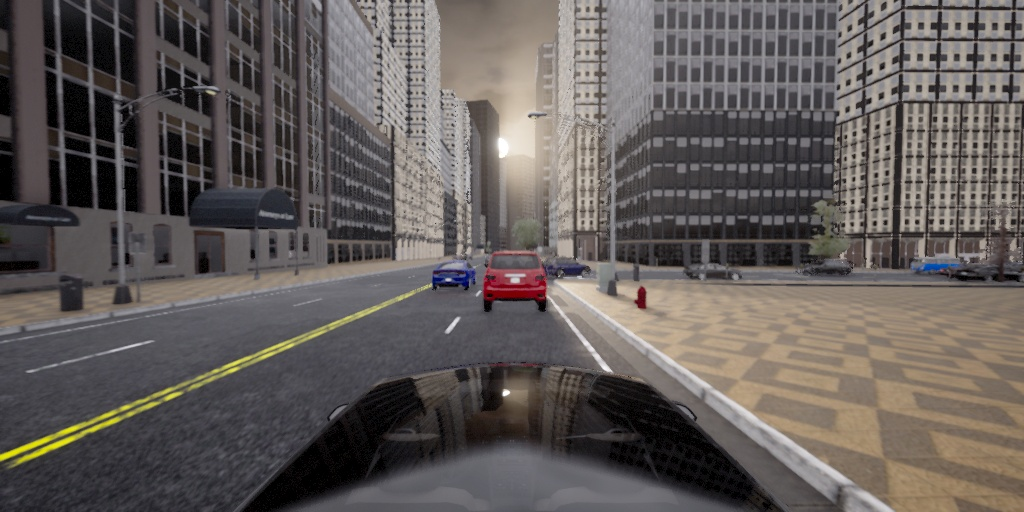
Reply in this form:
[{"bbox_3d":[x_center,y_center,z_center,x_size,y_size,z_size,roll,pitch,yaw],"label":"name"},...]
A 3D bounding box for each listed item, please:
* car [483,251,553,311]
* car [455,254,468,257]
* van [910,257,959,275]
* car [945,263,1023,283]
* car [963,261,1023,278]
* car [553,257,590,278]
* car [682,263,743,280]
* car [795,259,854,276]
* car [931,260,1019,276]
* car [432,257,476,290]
[{"bbox_3d":[0.105,0.818,13.843,2.150,2.045,5.566,0,1,0],"label":"car"},{"bbox_3d":[-9.736,0.523,64.618,1.994,1.385,4.181,0,1,1],"label":"car"},{"bbox_3d":[44.043,1.031,37.371,3.998,1.789,1.690,0,0,-1],"label":"van"},{"bbox_3d":[38.493,1.448,28.925,4.313,1.339,1.948,0,0,-1],"label":"car"},{"bbox_3d":[47.457,1.304,34.699,4.902,1.511,2.128,1,2,-1],"label":"car"},{"bbox_3d":[4.533,0.872,30.300,4.553,1.767,2.097,-1,3,-37],"label":"car"},{"bbox_3d":[15.928,1.229,28.526,4.403,1.370,2.007,0,0,-1],"label":"car"},{"bbox_3d":[29.999,1.164,34.576,4.674,1.442,1.812,0,2,-1],"label":"car"},{"bbox_3d":[41.020,1.376,31.604,5.357,1.411,2.033,1,2,-1],"label":"car"},{"bbox_3d":[-3.141,0.996,20.142,1.882,1.535,5.008,0,1,0],"label":"car"}]
